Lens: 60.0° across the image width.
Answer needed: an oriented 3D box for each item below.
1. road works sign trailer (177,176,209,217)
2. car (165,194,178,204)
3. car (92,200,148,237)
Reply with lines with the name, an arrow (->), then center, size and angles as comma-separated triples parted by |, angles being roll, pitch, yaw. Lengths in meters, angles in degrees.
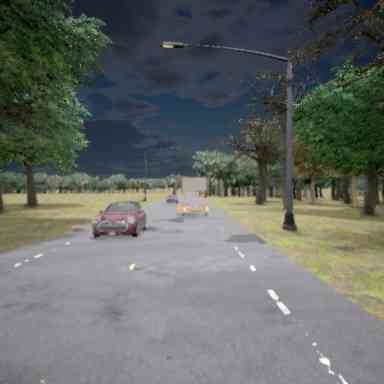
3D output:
road works sign trailer -> 0.181, 0.334, 30.089 | 2.380, 3.560, 2.880 | 0, 0, -8
car -> -3.565, 1.134, 59.504 | 2.097, 1.767, 4.553 | 0, 0, 1
car -> -3.607, 1.273, 17.296 | 2.097, 1.767, 4.553 | 0, 0, 0
